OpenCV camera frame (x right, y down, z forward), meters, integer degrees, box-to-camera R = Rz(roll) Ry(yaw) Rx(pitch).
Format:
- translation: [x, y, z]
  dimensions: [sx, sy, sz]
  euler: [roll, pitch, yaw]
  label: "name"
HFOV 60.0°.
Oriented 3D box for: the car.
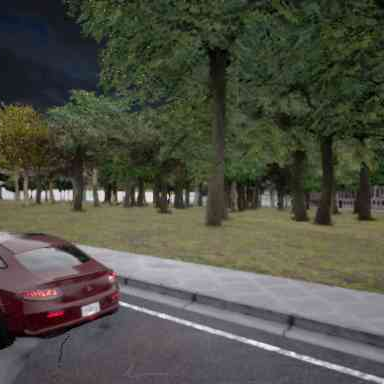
- translation: [-3.300, 1.486, 6.105]
  dimensions: [4.674, 1.442, 1.812]
  euler: [1, 0, 36]
  label: "car"
